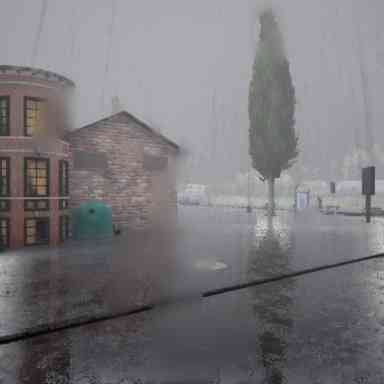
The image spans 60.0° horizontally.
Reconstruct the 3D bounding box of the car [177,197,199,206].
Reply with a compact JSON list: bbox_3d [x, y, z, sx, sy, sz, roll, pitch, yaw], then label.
[{"bbox_3d":[-0.651,1.564,55.326,1.994,1.385,4.181,0,0,-36],"label":"car"}]

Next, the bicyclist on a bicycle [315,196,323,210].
[{"bbox_3d":[15.350,1.349,40.171,1.656,1.620,0.582,0,0,-36],"label":"bicyclist on a bicycle"}]
